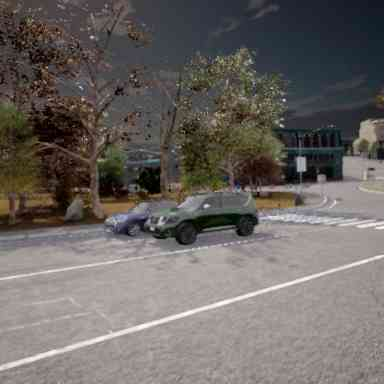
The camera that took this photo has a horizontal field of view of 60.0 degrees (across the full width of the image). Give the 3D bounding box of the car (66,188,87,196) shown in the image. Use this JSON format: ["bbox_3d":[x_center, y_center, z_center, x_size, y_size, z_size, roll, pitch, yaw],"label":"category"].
[{"bbox_3d":[-28.373,-0.116,81.985,1.946,1.575,5.366,-1,3,18],"label":"car"}]

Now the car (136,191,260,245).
[{"bbox_3d":[0.619,1.058,15.029,5.566,2.045,2.150,-2,1,-36],"label":"car"}]

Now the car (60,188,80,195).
[{"bbox_3d":[-30.661,-0.136,83.987,2.097,1.535,5.008,-1,3,18],"label":"car"}]

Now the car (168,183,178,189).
[{"bbox_3d":[-2.030,-0.710,62.697,2.435,2.045,5.566,-2,2,15],"label":"car"}]

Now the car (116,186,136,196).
[{"bbox_3d":[-14.070,-0.291,71.449,2.185,1.767,4.553,-2,3,16],"label":"car"}]

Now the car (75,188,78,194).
[{"bbox_3d":[-25.981,-0.238,80.319,2.185,1.767,4.553,-1,3,17],"label":"car"}]

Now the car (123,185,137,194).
[{"bbox_3d":[-11.682,-0.457,69.686,2.435,2.045,5.566,-3,2,16],"label":"car"}]

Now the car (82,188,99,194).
[{"bbox_3d":[-23.597,-0.107,78.553,2.097,1.535,5.008,-1,3,17],"label":"car"}]

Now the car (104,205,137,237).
[{"bbox_3d":[-2.202,1.222,17.295,4.553,1.767,2.097,-2,1,-36],"label":"car"}]
